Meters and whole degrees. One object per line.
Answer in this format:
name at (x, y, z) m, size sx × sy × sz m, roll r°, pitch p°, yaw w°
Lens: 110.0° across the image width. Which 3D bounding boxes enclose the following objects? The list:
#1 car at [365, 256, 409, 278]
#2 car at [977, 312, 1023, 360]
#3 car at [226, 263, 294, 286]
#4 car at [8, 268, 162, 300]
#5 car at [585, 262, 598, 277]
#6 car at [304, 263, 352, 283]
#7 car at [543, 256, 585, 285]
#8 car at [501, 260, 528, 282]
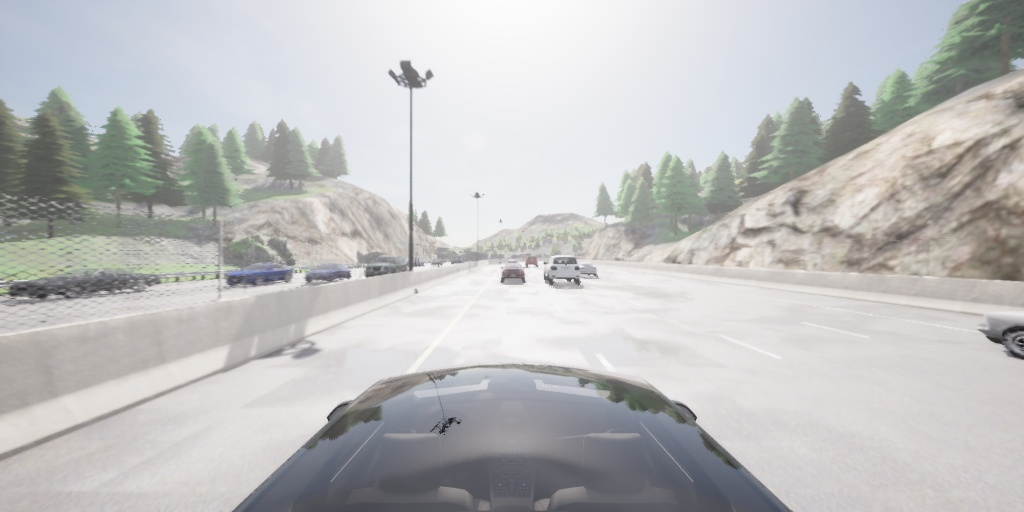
car at (-10.580, 0.995, 30.783) m, size 2.150 × 2.045 × 5.566 m, roll 0°, pitch 0°, yaw 0°
car at (10.623, 1.354, 5.269) m, size 1.895 × 1.301 × 4.718 m, roll 0°, pitch 0°, yaw 0°
car at (-17.590, 1.243, 25.270) m, size 1.882 × 1.535 × 5.008 m, roll 0°, pitch 0°, yaw 0°
car at (-21.097, 1.308, 18.224) m, size 2.033 × 1.411 × 5.357 m, roll 0°, pitch 0°, yaw 0°
car at (7.092, 1.301, 35.233) m, size 1.812 × 1.442 × 4.674 m, roll 0°, pitch 0°, yaw 0°
car at (-14.081, 1.293, 27.841) m, size 1.812 × 1.442 × 4.674 m, roll 0°, pitch 0°, yaw 0°
car at (3.593, 0.990, 26.510) m, size 2.150 × 2.045 × 5.566 m, roll 0°, pitch 0°, yaw 0°
car at (0.094, 1.295, 28.762) m, size 1.812 × 1.442 × 4.674 m, roll 0°, pitch 0°, yaw 0°
